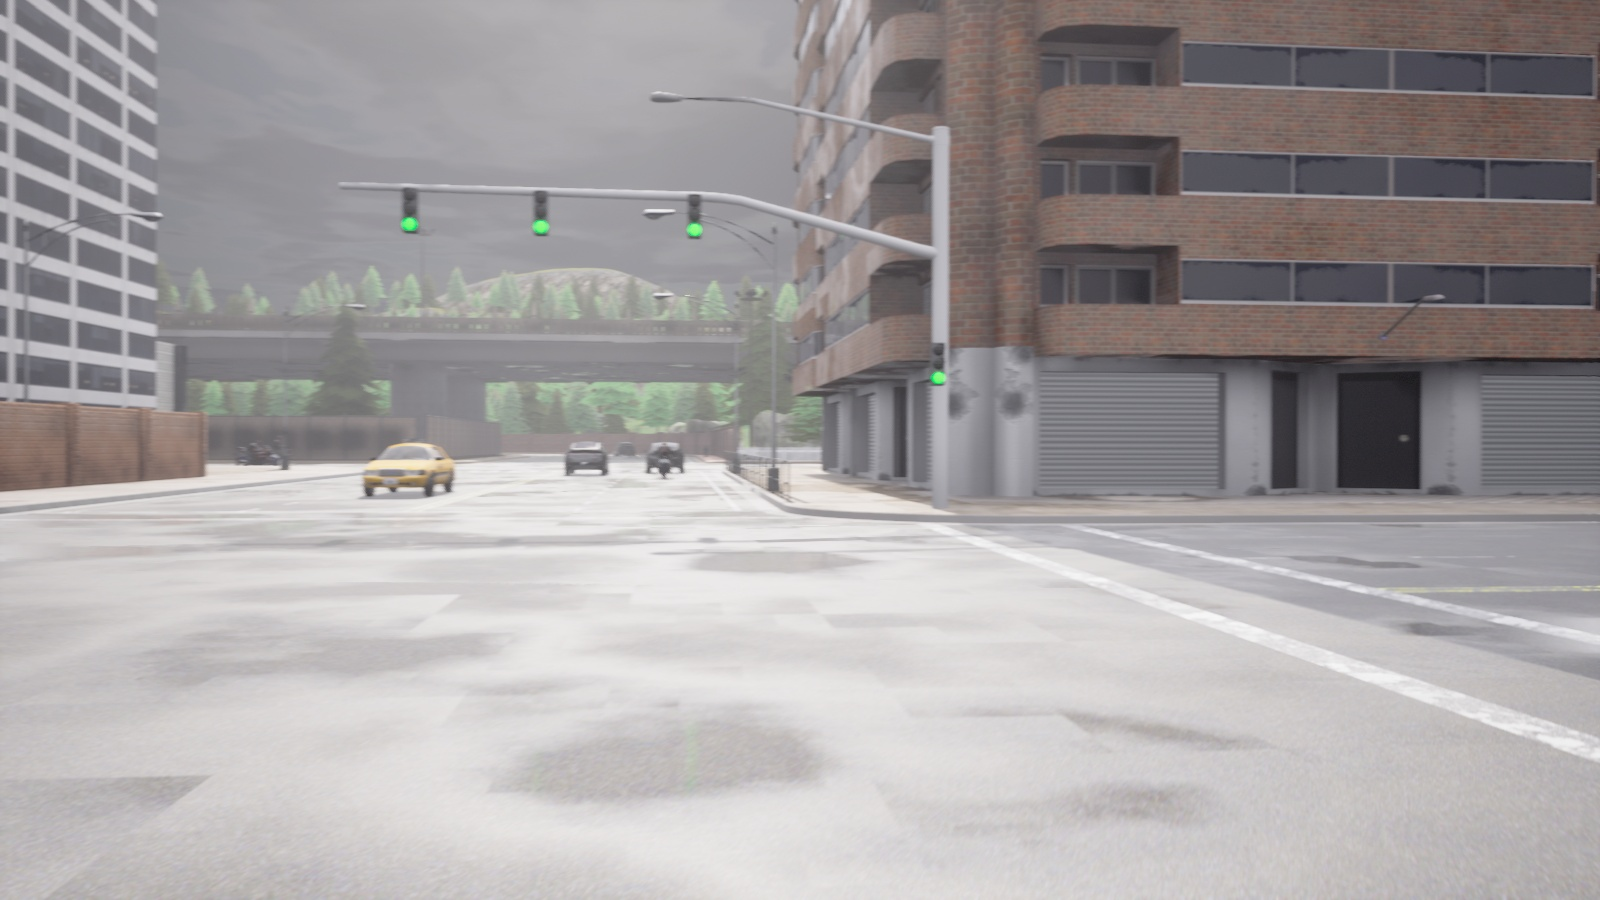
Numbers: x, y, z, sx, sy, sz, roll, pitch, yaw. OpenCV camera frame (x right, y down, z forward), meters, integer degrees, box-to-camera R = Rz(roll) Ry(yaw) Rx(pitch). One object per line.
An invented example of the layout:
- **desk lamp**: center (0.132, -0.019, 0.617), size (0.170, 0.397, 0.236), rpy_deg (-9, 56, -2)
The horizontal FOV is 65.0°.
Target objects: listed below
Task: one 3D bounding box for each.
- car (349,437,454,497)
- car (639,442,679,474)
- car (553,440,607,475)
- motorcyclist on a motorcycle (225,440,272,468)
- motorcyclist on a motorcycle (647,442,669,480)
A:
- **car**: center (-11.150, 0.432, 35.471), size (1.801, 1.575, 5.366), rpy_deg (0, 0, -6)
- **car**: center (-6.880, 0.360, 61.347), size (1.837, 1.490, 4.892), rpy_deg (0, 0, -6)
- **car**: center (-9.938, 0.325, 57.039), size (2.128, 1.511, 4.902), rpy_deg (0, 0, -6)
- **motorcyclist on a motorcycle**: center (-29.654, 0.211, 67.556), size (2.191, 1.530, 0.866), rpy_deg (0, 0, -6)
- **motorcyclist on a motorcycle**: center (-5.828, 0.452, 51.582), size (0.866, 1.530, 2.191), rpy_deg (0, 0, -6)
